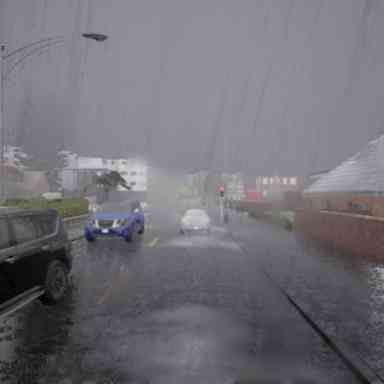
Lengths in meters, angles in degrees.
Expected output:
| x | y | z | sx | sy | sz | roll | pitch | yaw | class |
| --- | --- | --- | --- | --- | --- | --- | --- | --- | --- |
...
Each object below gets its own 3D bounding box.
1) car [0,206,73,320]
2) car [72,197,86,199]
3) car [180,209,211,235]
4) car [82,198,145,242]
| x | y | z | sx | sy | sz | roll | pitch | yaw | class |
| --- | --- | --- | --- | --- | --- | --- | --- | --- | --- |
| -3.951 | 1.292 | 5.556 | 2.150 | 2.045 | 5.566 | 0 | -1 | 3 | car |
| -19.380 | 1.695 | 55.656 | 1.905 | 1.878 | 3.866 | 0 | -1 | 35 | car |
| 0.234 | 1.796 | 20.832 | 1.812 | 1.442 | 4.674 | 0 | -1 | 0 | car |
| -3.939 | 1.452 | 18.008 | 2.150 | 2.045 | 5.566 | 0 | -1 | 1 | car |
